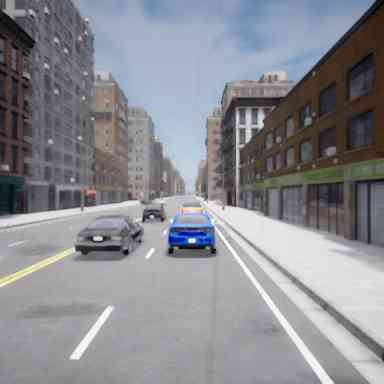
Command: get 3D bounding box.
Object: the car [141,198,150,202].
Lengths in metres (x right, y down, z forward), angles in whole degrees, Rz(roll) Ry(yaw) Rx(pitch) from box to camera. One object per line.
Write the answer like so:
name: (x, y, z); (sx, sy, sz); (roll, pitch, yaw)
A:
car: (-9.725, 2.154, 70.995); (1.837, 1.490, 4.892); (0, -1, 0)

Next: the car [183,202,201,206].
car: (0.013, 1.614, 29.073); (2.097, 1.767, 4.553); (0, -1, 0)

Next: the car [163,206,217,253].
car: (0.011, 1.611, 14.471); (1.882, 1.535, 5.008); (0, 0, 0)

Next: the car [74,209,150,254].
car: (-3.244, 1.676, 13.988); (2.033, 1.411, 5.357); (0, 0, 0)

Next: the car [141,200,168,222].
car: (-3.236, 1.773, 29.293); (1.837, 1.490, 4.892); (0, 0, 0)
